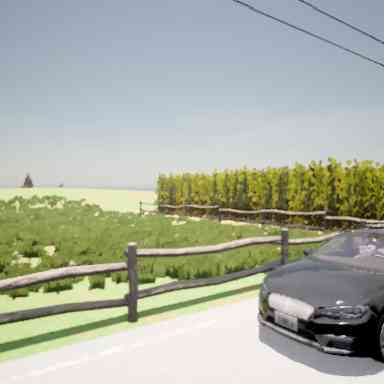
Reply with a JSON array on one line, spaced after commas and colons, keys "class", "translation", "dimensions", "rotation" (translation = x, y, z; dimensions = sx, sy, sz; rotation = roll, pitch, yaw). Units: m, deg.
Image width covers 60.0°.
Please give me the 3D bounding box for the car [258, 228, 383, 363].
[{"class": "car", "translation": [3.283, 1.448, 5.842], "dimensions": [4.902, 1.511, 2.128], "rotation": [0, 0, -34]}]
